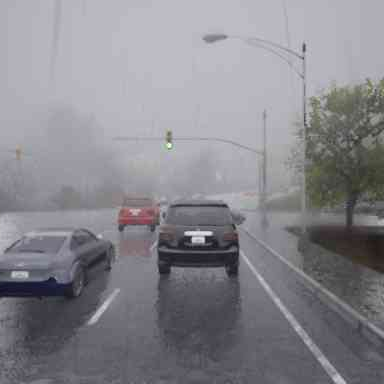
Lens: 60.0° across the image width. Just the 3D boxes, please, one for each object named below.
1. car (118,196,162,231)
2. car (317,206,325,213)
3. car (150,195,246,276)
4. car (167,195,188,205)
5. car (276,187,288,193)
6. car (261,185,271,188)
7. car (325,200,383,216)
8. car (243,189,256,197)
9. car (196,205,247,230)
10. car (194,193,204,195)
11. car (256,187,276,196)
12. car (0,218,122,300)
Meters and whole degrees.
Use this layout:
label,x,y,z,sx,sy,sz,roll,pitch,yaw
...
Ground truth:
label,x,y,z,sx,sy,sz,roll,pitch,yaw
car,-3.264,1.283,21.022,2.150,2.045,5.566,0,0,-3
car,16.133,1.544,36.187,4.902,1.511,2.128,-1,0,3
car,0.201,1.248,10.599,2.150,2.045,5.566,0,0,1
car,-2.551,1.424,60.834,2.128,1.511,4.902,0,2,20
car,23.351,-0.484,87.123,2.033,1.411,5.357,0,3,38
car,19.755,-0.770,88.148,2.150,2.045,5.566,0,3,38
car,16.022,1.641,32.687,4.718,1.301,1.895,-1,0,3
car,14.065,0.086,79.621,2.097,1.767,4.553,0,3,33
car,2.103,1.629,22.500,1.994,1.385,4.181,0,0,28
car,1.274,1.069,70.352,2.128,1.511,4.902,0,2,23
car,17.633,0.257,78.744,1.895,1.301,4.718,0,3,33
car,-3.328,1.584,8.476,1.994,1.385,4.181,0,0,1
